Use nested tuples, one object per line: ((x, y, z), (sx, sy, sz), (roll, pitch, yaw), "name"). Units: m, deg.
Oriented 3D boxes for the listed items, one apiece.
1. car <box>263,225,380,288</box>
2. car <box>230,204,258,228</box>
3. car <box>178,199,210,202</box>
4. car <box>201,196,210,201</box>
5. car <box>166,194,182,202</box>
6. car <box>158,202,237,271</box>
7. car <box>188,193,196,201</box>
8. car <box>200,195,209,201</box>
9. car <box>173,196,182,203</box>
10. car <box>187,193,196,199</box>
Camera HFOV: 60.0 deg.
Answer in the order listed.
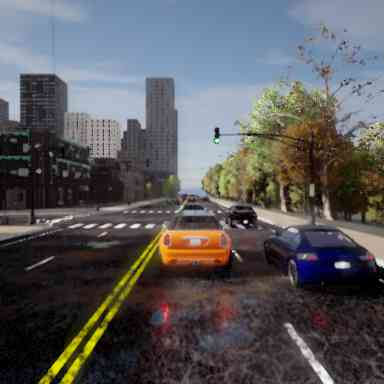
((3.346, 1.600, 9.394), (1.994, 1.385, 4.181), (0, 0, 0), "car")
((3.340, 1.594, 23.113), (1.837, 1.490, 4.892), (0, 0, 0), "car")
((0.089, 1.571, 24.535), (1.882, 1.535, 5.008), (0, 0, 0), "car")
((3.212, 1.774, 77.596), (1.837, 1.490, 4.892), (0, 0, 0), "car")
((-3.318, 1.439, 59.923), (2.150, 2.045, 5.566), (0, 0, 1), "car")
((0.095, 1.395, 11.223), (2.097, 1.767, 4.553), (0, 0, 0), "car")
((-0.042, 1.376, 88.044), (2.150, 2.045, 5.566), (0, 0, 0), "car")
((3.208, 1.675, 88.014), (2.128, 1.511, 4.902), (0, 0, 0), "car")
((-3.285, 1.752, 75.322), (1.882, 1.535, 5.008), (0, 0, 0), "car")
((-0.037, 1.631, 77.981), (2.097, 1.767, 4.553), (0, 0, 0), "car")
